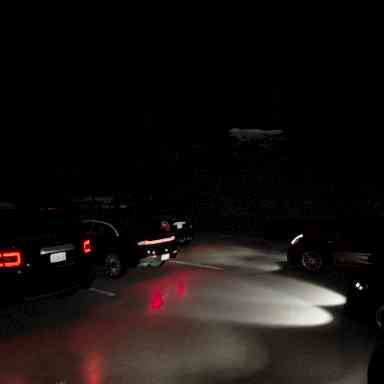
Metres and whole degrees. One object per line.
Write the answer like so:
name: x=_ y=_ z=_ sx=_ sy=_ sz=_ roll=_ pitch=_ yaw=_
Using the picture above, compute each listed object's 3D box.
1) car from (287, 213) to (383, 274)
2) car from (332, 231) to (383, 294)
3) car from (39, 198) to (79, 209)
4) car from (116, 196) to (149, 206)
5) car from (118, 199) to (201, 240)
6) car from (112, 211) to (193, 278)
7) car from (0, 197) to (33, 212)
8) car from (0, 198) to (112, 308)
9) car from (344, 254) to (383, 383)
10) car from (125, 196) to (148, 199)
car: x=4.981 y=1.352 z=9.040 sx=4.553 sy=1.767 sz=2.097 roll=0 pitch=0 yaw=36
car: x=4.607 y=1.564 z=4.996 sx=4.181 sy=1.385 sz=1.994 roll=0 pitch=0 yaw=36
car: x=-18.153 y=1.491 z=45.554 sx=1.895 sy=1.301 sz=4.718 roll=0 pitch=0 yaw=43
car: x=-9.611 y=1.378 z=53.700 sx=5.008 sy=1.535 sz=1.882 roll=0 pitch=0 yaw=-39
car: x=-2.206 y=1.351 z=14.123 sx=4.553 sy=1.767 sz=2.097 roll=0 pitch=0 yaw=35
car: x=-2.666 y=1.491 z=10.154 sx=4.902 sy=1.511 sz=2.128 roll=0 pitch=0 yaw=36
car: x=-20.594 y=1.399 z=36.958 sx=2.128 sy=1.511 sz=4.902 roll=0 pitch=0 yaw=38
car: x=-4.551 y=1.221 z=7.228 sx=5.566 sy=2.045 sz=2.150 roll=0 pitch=0 yaw=33
car: x=3.554 y=1.474 z=1.452 sx=5.008 sy=1.535 sz=1.882 roll=0 pitch=0 yaw=35
car: x=-8.154 y=1.461 z=50.495 sx=5.357 sy=1.411 sz=2.033 roll=0 pitch=0 yaw=-41
